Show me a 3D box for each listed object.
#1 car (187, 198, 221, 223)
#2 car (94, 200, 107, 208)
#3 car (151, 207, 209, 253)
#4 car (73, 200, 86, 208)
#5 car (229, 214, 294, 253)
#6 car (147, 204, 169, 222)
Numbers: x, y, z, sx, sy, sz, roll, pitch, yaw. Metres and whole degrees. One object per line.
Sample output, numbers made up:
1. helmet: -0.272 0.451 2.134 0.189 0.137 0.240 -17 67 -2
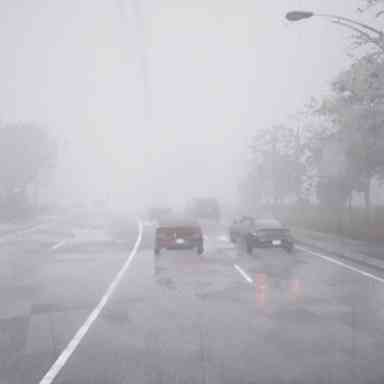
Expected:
1. car: 0.865 1.519 28.439 2.150 2.045 5.566 0 0 -11
2. car: -16.819 2.143 60.809 2.033 1.411 5.357 0 -1 -24
3. car: -0.662 1.625 14.413 1.882 1.535 5.008 0 0 -5
4. car: -20.235 2.139 59.881 1.994 1.385 4.181 0 -1 -24
5. car: 2.863 1.675 14.340 1.812 1.442 4.674 0 0 -5
6. car: -2.893 1.776 29.415 1.882 1.535 5.008 0 0 -11
